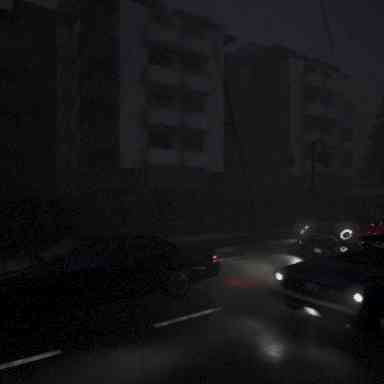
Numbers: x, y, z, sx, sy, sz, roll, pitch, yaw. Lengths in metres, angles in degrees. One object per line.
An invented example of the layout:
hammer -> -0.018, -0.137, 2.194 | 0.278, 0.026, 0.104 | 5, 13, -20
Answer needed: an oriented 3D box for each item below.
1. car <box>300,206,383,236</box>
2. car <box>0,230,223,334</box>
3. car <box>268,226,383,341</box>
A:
car -> 6.024, 1.346, 12.200 | 4.553, 1.767, 2.097 | 0, 0, -33
car -> -1.858, 1.548, 6.941 | 5.357, 1.411, 2.033 | 0, 0, -35
car -> 3.731, 1.597, 6.581 | 4.718, 1.301, 1.895 | 0, 0, -35
